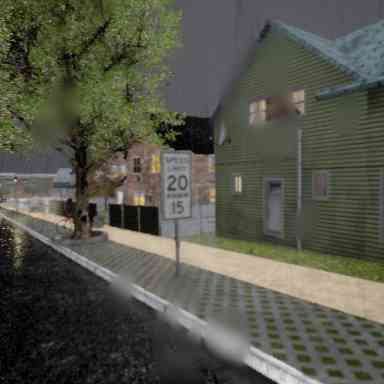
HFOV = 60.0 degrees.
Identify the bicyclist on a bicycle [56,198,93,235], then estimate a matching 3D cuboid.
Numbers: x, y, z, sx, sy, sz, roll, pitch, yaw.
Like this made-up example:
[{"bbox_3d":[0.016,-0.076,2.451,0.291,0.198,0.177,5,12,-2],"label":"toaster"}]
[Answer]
[{"bbox_3d":[-5.411,1.092,15.282,1.656,1.620,0.582,-5,5,-34],"label":"bicyclist on a bicycle"}]
